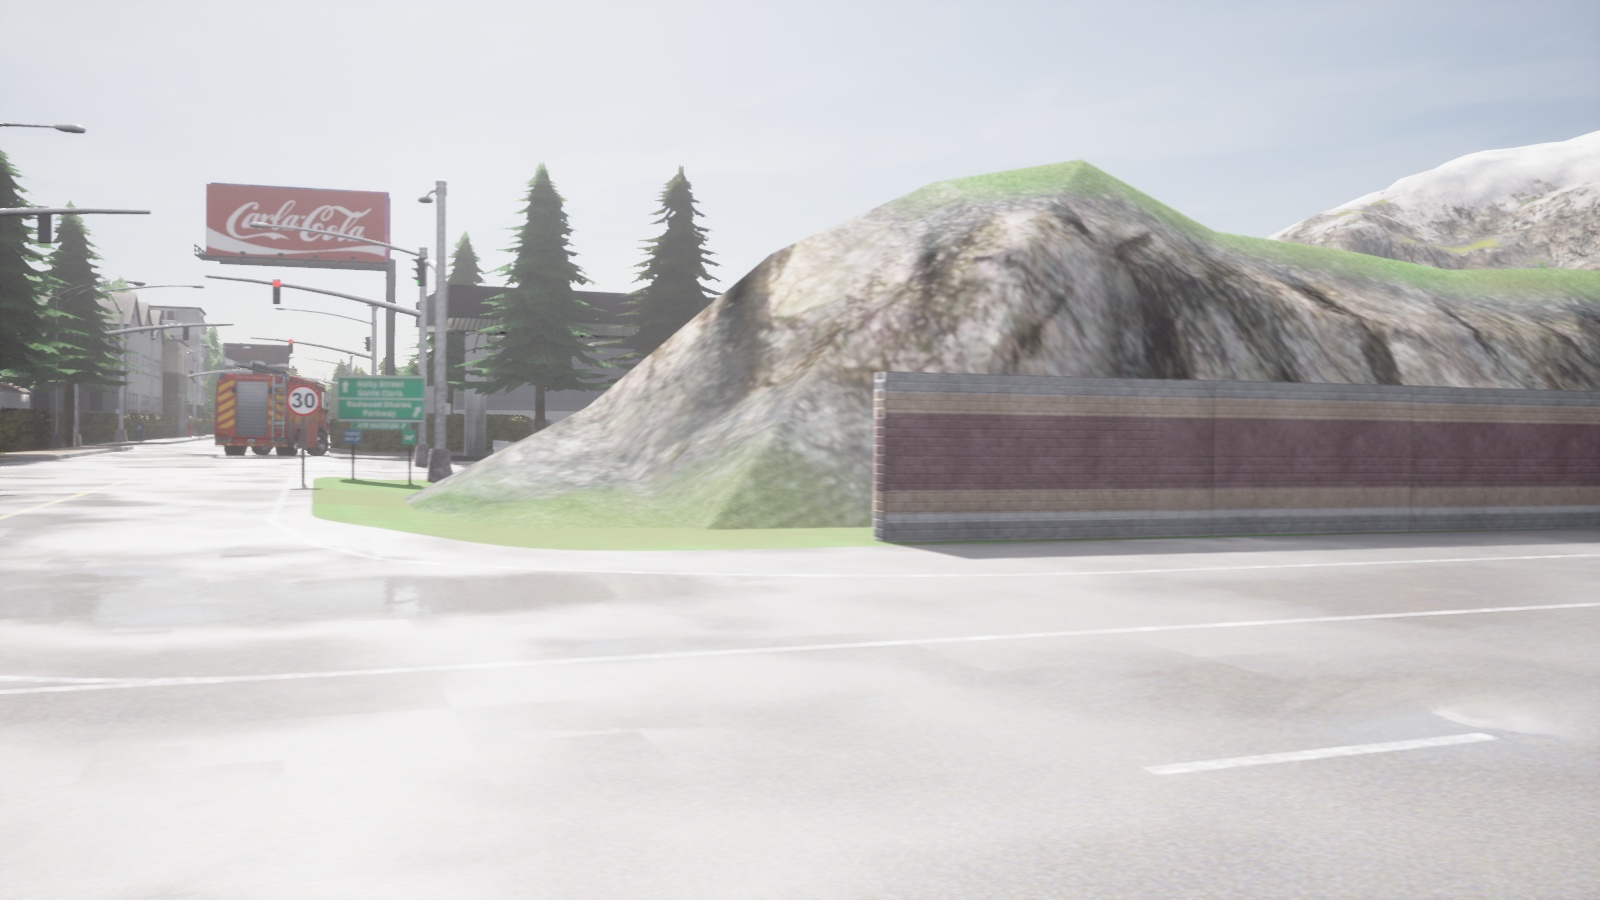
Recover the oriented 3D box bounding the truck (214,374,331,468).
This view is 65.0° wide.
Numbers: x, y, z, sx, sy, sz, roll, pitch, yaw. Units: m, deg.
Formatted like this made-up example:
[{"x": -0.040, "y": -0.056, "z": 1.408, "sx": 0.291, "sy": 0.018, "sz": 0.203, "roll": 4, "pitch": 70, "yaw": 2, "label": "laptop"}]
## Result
[{"x": -23.018, "y": -1.155, "z": 55.261, "sx": 2.891, "sy": 3.827, "sz": 8.468, "roll": 0, "pitch": 0, "yaw": -10, "label": "truck"}]
